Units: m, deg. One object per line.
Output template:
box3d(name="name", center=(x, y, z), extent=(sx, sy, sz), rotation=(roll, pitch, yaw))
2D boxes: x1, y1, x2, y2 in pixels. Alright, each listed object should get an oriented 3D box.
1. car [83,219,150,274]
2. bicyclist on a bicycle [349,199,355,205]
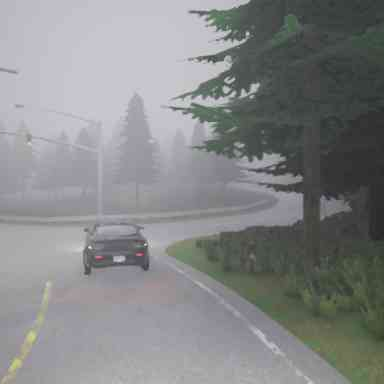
box3d(name="car", center=(-2.511, 1.591, 10.837), extent=(1.812, 1.442, 4.674), rotation=(0, -1, -16))
box3d(name="bicyclist on a bicycle", center=(11.262, 0.919, 23.914), extent=(0.582, 1.620, 1.656), rotation=(-6, -7, -45))
